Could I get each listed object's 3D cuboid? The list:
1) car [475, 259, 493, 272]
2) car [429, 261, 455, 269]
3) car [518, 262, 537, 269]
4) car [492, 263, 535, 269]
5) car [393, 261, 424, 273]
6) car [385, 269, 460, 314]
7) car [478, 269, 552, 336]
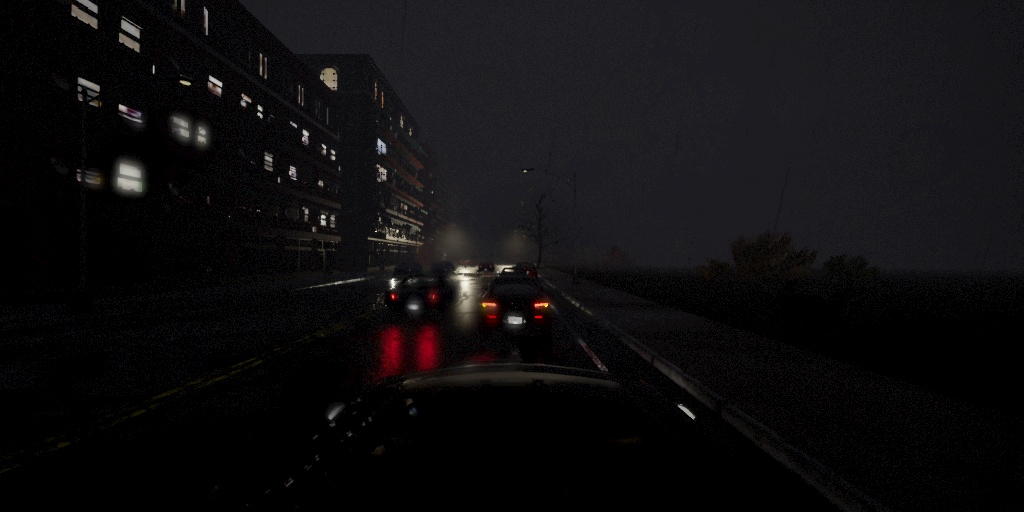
[{"bbox_3d":[-3.228,1.356,46.132,1.895,1.301,4.718,0,0,0],"label":"car"},{"bbox_3d":[-6.659,1.233,34.563,1.882,1.535,5.008,0,0,0],"label":"car"},{"bbox_3d":[1.088,1.233,30.016,1.882,1.535,5.008,0,0,0],"label":"car"},{"bbox_3d":[0.068,1.318,20.488,1.994,1.385,4.181,0,0,0],"label":"car"},{"bbox_3d":[-9.909,1.233,34.543,1.882,1.535,5.008,0,0,0],"label":"car"},{"bbox_3d":[-3.172,1.353,13.814,1.895,1.301,4.718,0,0,0],"label":"car"},{"bbox_3d":[0.077,1.278,10.321,1.812,1.442,4.674,0,0,0],"label":"car"}]
